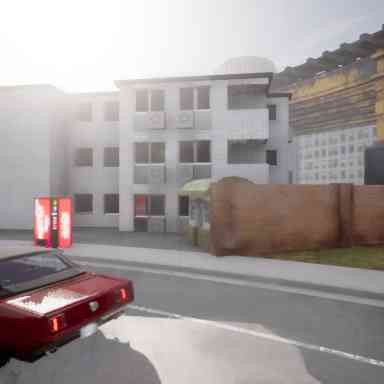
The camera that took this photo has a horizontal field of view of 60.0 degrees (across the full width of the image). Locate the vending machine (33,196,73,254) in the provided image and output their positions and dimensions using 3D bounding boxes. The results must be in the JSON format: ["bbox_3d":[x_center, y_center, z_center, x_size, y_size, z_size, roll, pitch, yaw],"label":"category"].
[{"bbox_3d":[-5.283,1.195,12.694,0.880,2.100,1.100,0,0,18],"label":"vending machine"}]

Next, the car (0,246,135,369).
[{"bbox_3d":[-3.399,1.601,5.514,4.718,1.301,1.895,0,0,26],"label":"car"}]
